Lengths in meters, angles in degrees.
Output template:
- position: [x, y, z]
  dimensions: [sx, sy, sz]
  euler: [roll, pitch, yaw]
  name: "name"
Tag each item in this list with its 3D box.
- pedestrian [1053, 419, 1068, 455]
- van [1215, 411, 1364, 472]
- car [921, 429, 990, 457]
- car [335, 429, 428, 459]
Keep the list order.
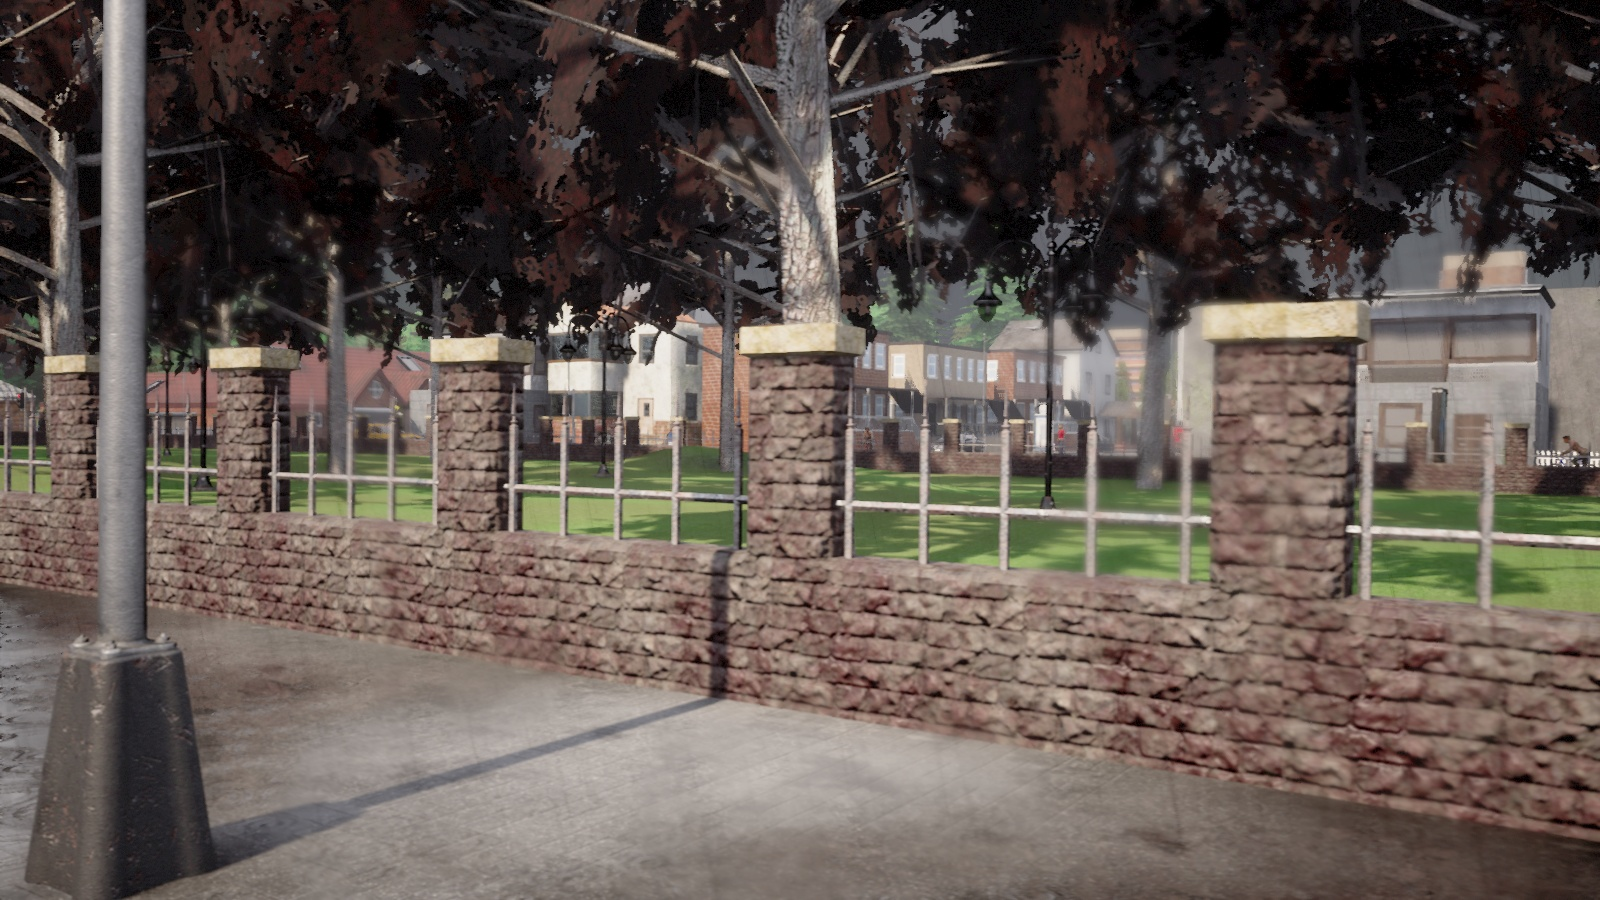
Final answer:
- position: [13.085, -0.654, 63.070]
  dimensions: [0.636, 1.846, 0.331]
  euler: [-1, 1, -24]
  name: "pedestrian"
- position: [16.618, -0.296, 42.733]
  dimensions: [4.442, 1.987, 1.775]
  euler: [0, 1, 34]
  name: "van"
- position: [8.570, -0.411, 68.888]
  dimensions: [1.812, 1.442, 4.674]
  euler: [0, 1, 34]
  name: "car"
- position: [-23.053, -0.343, 69.113]
  dimensions: [5.366, 1.575, 1.801]
  euler: [0, 1, 32]
  name: "car"
